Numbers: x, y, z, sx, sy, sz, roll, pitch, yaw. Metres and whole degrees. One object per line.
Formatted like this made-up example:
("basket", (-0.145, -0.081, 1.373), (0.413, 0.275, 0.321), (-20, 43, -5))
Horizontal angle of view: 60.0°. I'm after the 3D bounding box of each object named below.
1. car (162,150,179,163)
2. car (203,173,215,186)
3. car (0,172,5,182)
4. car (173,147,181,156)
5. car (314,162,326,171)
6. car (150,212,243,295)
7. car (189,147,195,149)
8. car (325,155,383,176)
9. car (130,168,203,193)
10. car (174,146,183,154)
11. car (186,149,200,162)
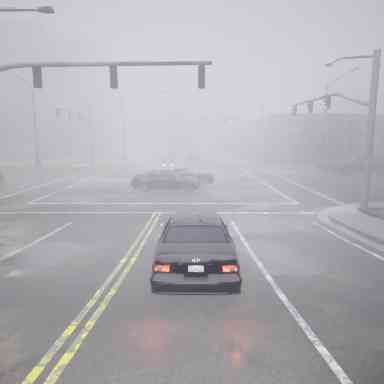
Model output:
("car", (-3.523, -5.296, 51.514), (2.033, 1.411, 5.357), (0, 9, 0))
("car", (-0.507, -1.233, 26.849), (4.718, 1.301, 1.895), (0, 9, 0))
("car", (-17.874, -1.365, 26.914), (5.008, 1.535, 1.882), (0, 9, 0))
("car", (-3.481, -6.880, 60.992), (1.837, 1.490, 4.892), (0, 9, 0))
("car", (16.328, -3.050, 37.317), (4.902, 1.511, 2.128), (0, 9, 0))
("car", (0.086, 1.219, 8.389), (2.033, 1.411, 5.357), (0, 4, 0))
("car", (0.122, -10.905, 86.308), (1.895, 1.301, 4.718), (0, 9, 0))
("car", (17.071, -2.754, 33.812), (5.566, 2.045, 2.150), (0, 9, 1))
("car", (-1.857, -0.780, 23.384), (4.902, 1.511, 2.128), (0, 9, 0))
("car", (-3.400, -8.502, 71.188), (2.033, 1.411, 5.357), (0, 9, 0))
("car", (0.170, -5.748, 54.021), (1.837, 1.490, 4.892), (0, 9, 0))
